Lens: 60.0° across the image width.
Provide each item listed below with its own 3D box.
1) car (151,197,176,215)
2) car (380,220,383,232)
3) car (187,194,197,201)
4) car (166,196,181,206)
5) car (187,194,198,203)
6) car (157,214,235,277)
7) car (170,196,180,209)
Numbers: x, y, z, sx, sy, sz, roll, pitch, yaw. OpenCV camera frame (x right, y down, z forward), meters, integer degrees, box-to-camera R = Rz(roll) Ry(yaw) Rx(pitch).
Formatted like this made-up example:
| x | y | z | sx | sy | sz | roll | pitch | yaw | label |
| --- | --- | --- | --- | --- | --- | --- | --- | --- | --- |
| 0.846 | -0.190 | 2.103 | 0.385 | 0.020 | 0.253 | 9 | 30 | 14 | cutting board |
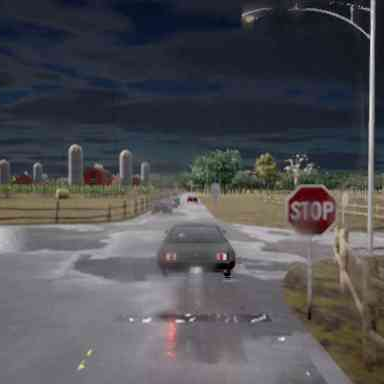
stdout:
| x | y | z | sx | sy | sz | roll | pitch | yaw | label |
| --- | --- | --- | --- | --- | --- | --- | --- | --- | --- |
| -2.801 | 1.474 | 31.956 | 1.895 | 1.301 | 4.718 | 0 | 0 | -1 | car |
| 12.706 | 1.696 | 17.741 | 4.892 | 1.490 | 1.837 | 1 | 1 | 0 | car |
| 0.006 | 1.219 | 72.385 | 1.994 | 1.385 | 4.181 | 0 | 0 | 0 | car |
| -2.823 | 1.320 | 52.502 | 2.033 | 1.411 | 5.357 | 0 | 0 | 0 | car |
| 0.104 | 1.202 | 61.901 | 1.882 | 1.535 | 5.008 | 0 | 0 | 0 | car |
| 0.104 | 1.571 | 10.111 | 1.895 | 1.301 | 4.718 | 0 | 0 | 0 | car |
| -2.838 | 1.389 | 42.028 | 1.994 | 1.385 | 4.181 | 0 | 0 | 0 | car |
